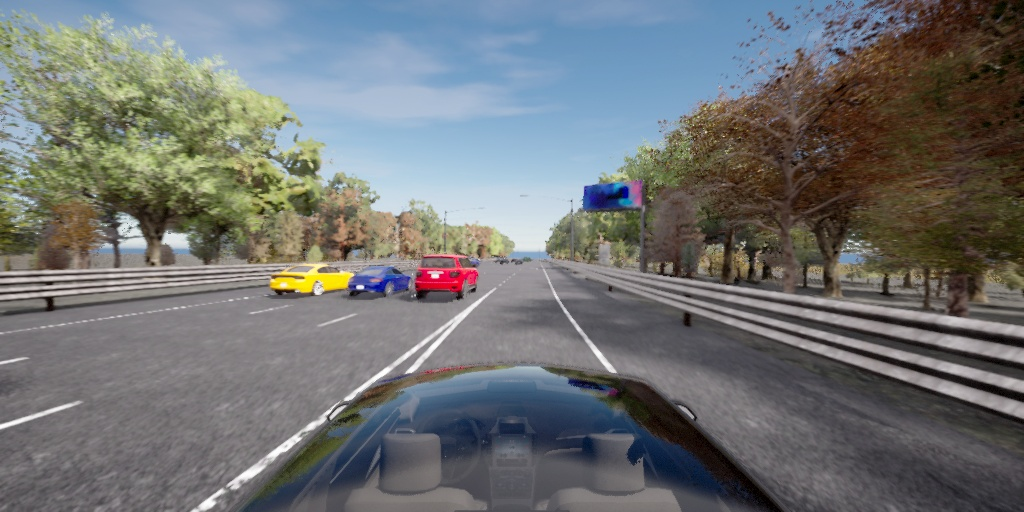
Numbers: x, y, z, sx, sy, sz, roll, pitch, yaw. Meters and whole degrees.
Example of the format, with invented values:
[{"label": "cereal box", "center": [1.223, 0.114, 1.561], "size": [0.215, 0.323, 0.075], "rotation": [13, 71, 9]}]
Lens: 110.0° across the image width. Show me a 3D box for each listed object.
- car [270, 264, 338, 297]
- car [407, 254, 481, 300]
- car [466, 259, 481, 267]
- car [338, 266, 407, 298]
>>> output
[{"label": "car", "center": [-10.048, 1.149, 18.516], "size": [1.882, 1.535, 5.008], "rotation": [0, 0, 4]}, {"label": "car", "center": [-3.079, 0.953, 17.926], "size": [2.150, 2.045, 5.566], "rotation": [0, 0, 4]}, {"label": "car", "center": [-6.771, 1.242, 64.066], "size": [1.812, 1.442, 4.674], "rotation": [0, 0, 4]}, {"label": "car", "center": [-6.562, 1.227, 18.197], "size": [1.812, 1.442, 4.674], "rotation": [1, 0, 4]}]
